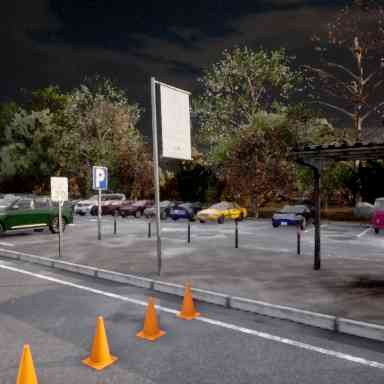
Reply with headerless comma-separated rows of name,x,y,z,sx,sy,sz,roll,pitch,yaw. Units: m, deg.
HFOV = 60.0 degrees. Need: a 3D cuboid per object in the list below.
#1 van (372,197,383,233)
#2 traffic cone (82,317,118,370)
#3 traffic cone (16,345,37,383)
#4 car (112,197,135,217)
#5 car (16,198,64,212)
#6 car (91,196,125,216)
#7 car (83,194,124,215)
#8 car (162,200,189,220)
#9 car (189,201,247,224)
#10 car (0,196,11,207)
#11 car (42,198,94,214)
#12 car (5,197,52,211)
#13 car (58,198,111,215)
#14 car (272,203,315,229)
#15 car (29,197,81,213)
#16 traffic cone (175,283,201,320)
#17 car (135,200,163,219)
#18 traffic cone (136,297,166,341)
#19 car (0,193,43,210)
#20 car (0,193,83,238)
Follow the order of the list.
van,11.583,1.264,19.053,1.878,1.987,4.442,0,0,35
traffic cone,-1.221,1.957,4.423,0.340,0.580,0.340,0,0,35
traffic cone,-1.796,1.957,3.607,0.340,0.580,0.340,0,0,35
car,-4.378,1.469,30.132,2.097,1.535,5.008,0,0,35
car,-18.023,1.469,39.678,2.163,1.488,4.792,0,0,35
car,-6.649,1.466,31.728,2.097,1.535,5.008,0,0,35
car,-8.940,1.212,33.296,2.435,2.045,5.566,0,0,35
car,0.178,1.504,26.960,2.163,1.488,4.792,0,0,35
car,2.325,1.475,25.189,1.946,1.575,5.366,0,0,35
car,-29.261,1.332,47.838,1.946,1.575,5.366,1,0,35
car,-13.469,1.455,36.508,2.097,1.535,5.008,0,0,35
car,-20.267,1.452,41.326,2.163,1.488,4.792,0,0,35
car,-11.197,1.461,34.910,2.231,1.521,4.892,0,0,35
car,6.958,1.513,22.125,2.163,1.488,4.792,0,0,35
car,-15.632,1.444,38.260,1.946,1.575,5.366,0,0,35
traffic cone,-0.071,1.957,6.056,0.340,0.580,0.340,0,0,36
car,-2.106,1.473,28.537,2.231,1.521,4.892,0,0,35
traffic cone,-0.645,1.957,5.240,0.340,0.580,0.340,0,0,35
car,-22.569,1.153,42.874,2.435,2.045,5.566,0,0,35
car,-8.934,1.221,17.307,2.435,2.045,5.566,0,0,35
